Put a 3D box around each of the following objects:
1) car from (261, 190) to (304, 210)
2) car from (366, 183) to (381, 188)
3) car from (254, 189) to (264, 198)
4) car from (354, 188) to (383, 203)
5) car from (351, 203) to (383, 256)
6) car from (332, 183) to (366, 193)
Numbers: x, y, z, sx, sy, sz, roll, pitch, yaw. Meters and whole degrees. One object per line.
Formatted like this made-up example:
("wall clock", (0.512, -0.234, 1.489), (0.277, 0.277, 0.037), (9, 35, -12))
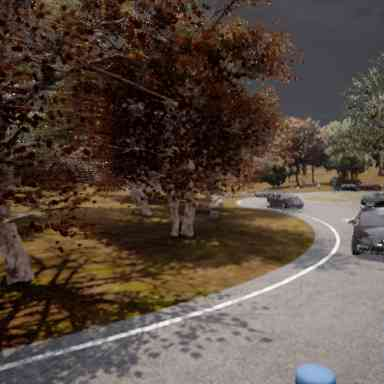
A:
("car", (8.717, 0.829, 31.585), (1.837, 1.490, 4.892), (-3, 2, -13))
("car", (31.674, -0.921, 60.602), (5.008, 1.535, 1.882), (-1, 2, 8))
("car", (11.614, 0.229, 52.334), (1.895, 1.301, 4.718), (-1, 2, 38))
("car", (16.145, 0.665, 26.654), (2.128, 1.511, 4.902), (-4, 2, -42))
("car", (6.976, 1.385, 12.258), (1.837, 1.490, 4.892), (0, 1, 26))
("car", (26.703, -0.688, 57.398), (5.008, 1.535, 1.882), (-1, 1, -3))
